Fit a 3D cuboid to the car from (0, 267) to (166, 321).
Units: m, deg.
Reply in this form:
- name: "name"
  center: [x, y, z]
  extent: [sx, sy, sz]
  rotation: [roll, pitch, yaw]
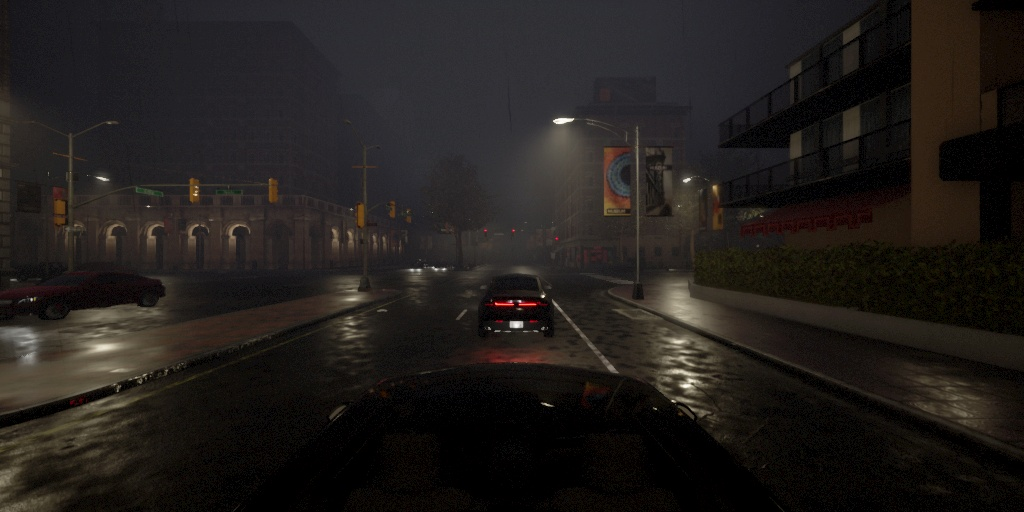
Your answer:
- name: "car"
  center: [-14.962, 1.276, 12.636]
  extent: [1.812, 1.442, 4.674]
  rotation: [0, 0, 0]

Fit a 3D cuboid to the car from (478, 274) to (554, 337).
- name: "car"
  center: [0.109, 1.255, 10.285]
  extent: [1.837, 1.490, 4.892]
  rotation: [0, 0, 0]

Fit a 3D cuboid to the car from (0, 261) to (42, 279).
- name: "car"
  center: [-46.128, 1.227, 32.356]
  extent: [5.008, 1.535, 1.882]
  rotation: [0, 0, 0]

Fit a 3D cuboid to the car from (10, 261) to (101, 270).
- name: "car"
  center: [-36.930, 1.241, 28.836]
  extent: [4.902, 1.511, 2.128]
  rotation: [0, 0, 0]

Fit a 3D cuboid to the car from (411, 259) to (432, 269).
- name: "car"
  center: [-14.857, 1.241, 57.911]
  extent: [2.128, 1.511, 4.902]
  rotation: [0, 0, 0]

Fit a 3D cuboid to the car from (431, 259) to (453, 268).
- name: "car"
  center: [-11.352, 1.314, 58.682]
  extent: [1.994, 1.385, 4.181]
  rotation: [0, 0, 0]

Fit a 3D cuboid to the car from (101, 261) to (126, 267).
- name: "car"
  center: [-36.674, 1.227, 32.335]
  extent: [5.008, 1.535, 1.882]
  rotation: [0, 0, 0]

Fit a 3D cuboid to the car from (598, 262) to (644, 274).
- name: "car"
  center: [11.959, 1.350, 39.586]
  extent: [4.718, 1.301, 1.895]
  rotation: [0, 0, 0]
